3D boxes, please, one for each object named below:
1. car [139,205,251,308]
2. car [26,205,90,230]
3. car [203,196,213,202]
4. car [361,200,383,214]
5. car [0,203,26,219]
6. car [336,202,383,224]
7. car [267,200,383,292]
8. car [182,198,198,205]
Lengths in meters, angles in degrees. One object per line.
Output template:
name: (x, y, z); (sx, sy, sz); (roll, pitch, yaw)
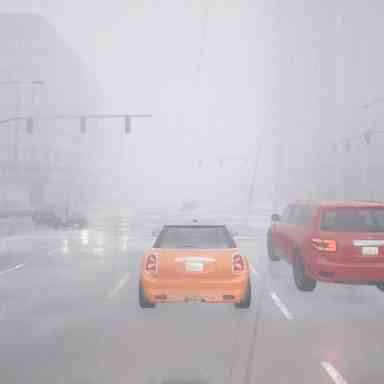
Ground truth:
car: (0.070, 1.352, 8.060); (2.097, 1.767, 4.553); (0, 0, 1)
car: (-8.514, 1.547, 21.267); (2.033, 1.411, 5.357); (0, 0, -44)
car: (3.617, 1.524, 74.412); (1.812, 1.442, 4.674); (0, 0, 0)
car: (20.510, 1.564, 35.231); (4.181, 1.385, 1.994); (0, 0, 1)
car: (-16.149, 1.601, 28.458); (4.718, 1.301, 1.895); (0, 0, 1)
car: (13.553, 1.491, 24.612); (4.902, 1.511, 2.128); (0, 0, 1)
car: (3.548, 1.221, 9.082); (2.150, 2.045, 5.566); (0, 0, 2)
car: (-0.265, 1.526, 42.873); (1.812, 1.442, 4.674); (0, 0, 5)
